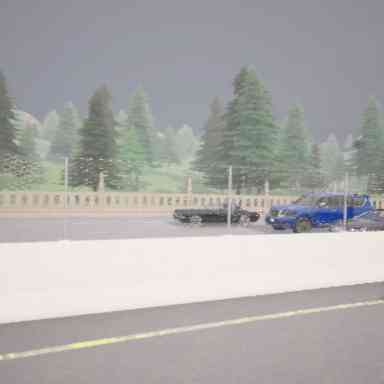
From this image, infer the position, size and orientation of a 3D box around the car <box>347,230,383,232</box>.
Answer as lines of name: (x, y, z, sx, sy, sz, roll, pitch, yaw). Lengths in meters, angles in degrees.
car: (7.953, 1.438, 13.549, 4.902, 1.511, 2.128, 1, 1, -17)
